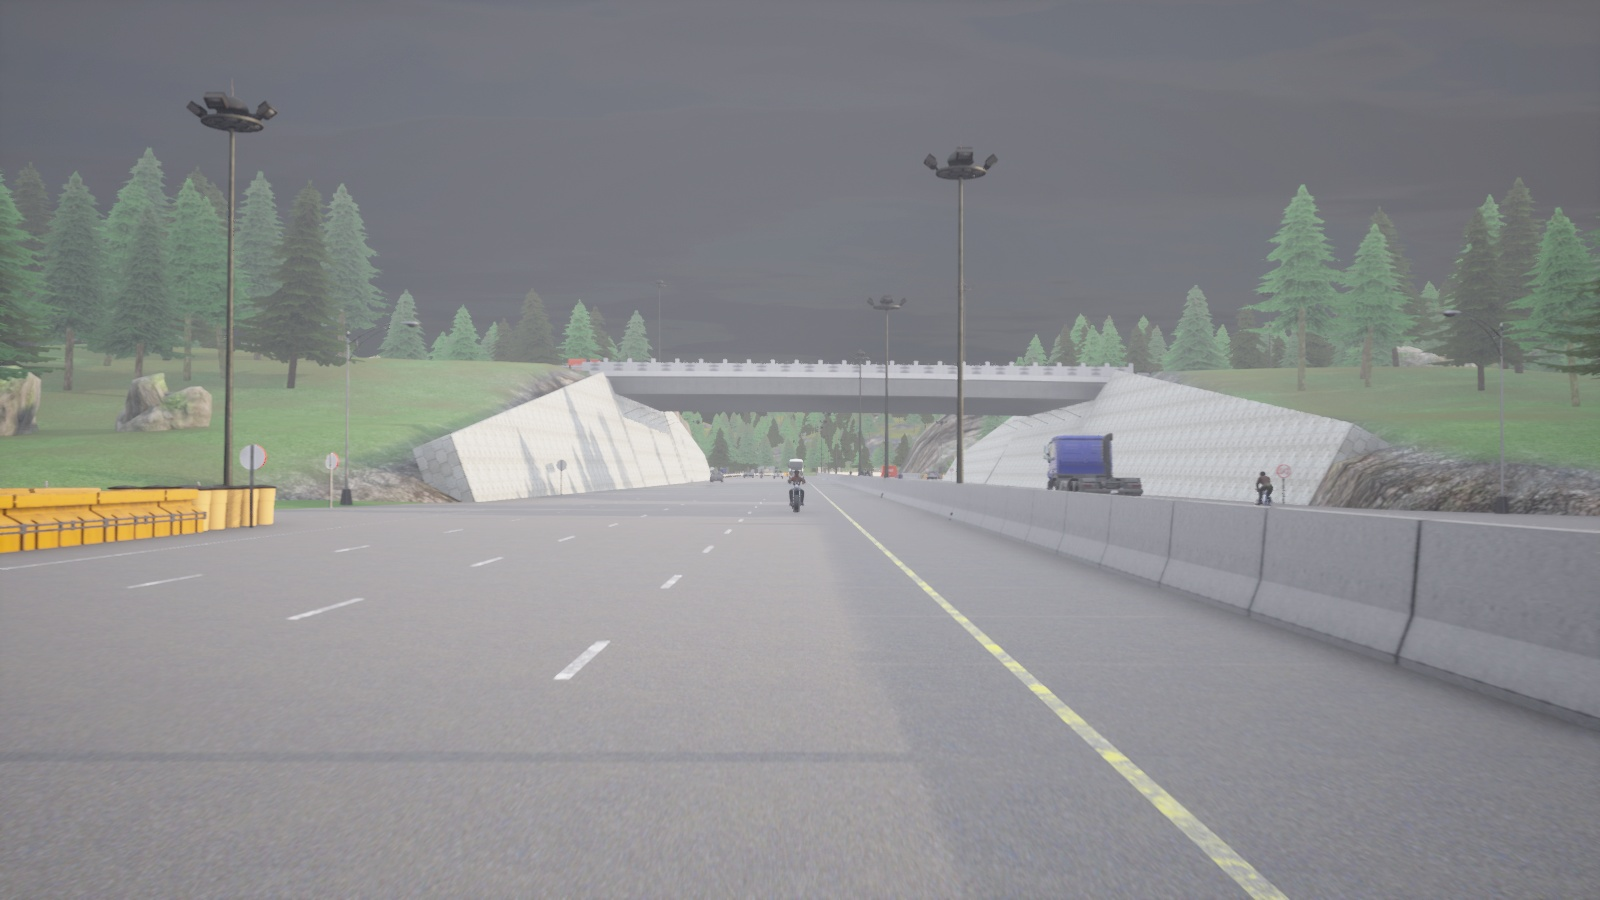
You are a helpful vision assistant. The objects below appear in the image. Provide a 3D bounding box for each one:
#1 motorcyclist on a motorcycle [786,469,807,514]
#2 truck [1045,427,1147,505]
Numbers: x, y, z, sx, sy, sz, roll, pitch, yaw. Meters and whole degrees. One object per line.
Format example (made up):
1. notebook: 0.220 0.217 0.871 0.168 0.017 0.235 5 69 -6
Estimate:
1. motorcyclist on a motorcycle: -0.115 1.558 47.354 0.766 1.649 2.350 0 -1 0
2. truck: 13.852 0.773 59.456 2.891 3.462 7.936 0 -1 0
